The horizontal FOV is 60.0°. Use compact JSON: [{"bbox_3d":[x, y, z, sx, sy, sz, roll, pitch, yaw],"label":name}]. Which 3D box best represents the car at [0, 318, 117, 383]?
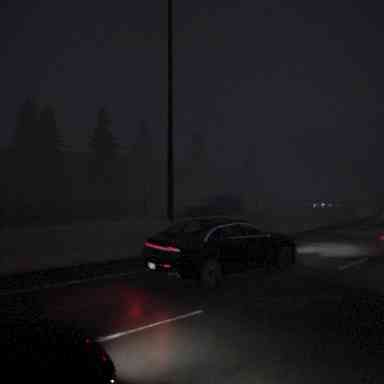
[{"bbox_3d":[-2.845,1.507,1.883,4.892,1.490,1.837,0,0,-35],"label":"car"}]

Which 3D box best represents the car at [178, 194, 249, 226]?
[{"bbox_3d":[1.711,1.186,24.384,2.150,2.045,5.566,0,0,44],"label":"car"}]

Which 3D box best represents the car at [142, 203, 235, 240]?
[{"bbox_3d":[-0.035,1.454,17.868,5.008,1.535,1.882,0,0,-43],"label":"car"}]

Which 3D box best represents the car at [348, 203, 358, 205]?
[{"bbox_3d":[26.005,1.405,52.464,1.812,1.442,4.674,0,0,33],"label":"car"}]

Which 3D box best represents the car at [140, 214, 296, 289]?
[{"bbox_3d":[0.937,1.478,9.204,4.902,1.511,2.128,0,0,-39],"label":"car"}]

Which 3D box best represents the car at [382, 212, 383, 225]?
[{"bbox_3d":[14.012,1.469,22.154,1.812,1.442,4.674,0,0,41],"label":"car"}]
